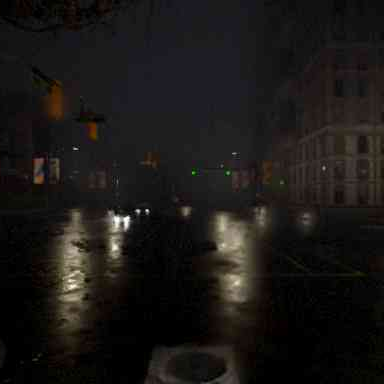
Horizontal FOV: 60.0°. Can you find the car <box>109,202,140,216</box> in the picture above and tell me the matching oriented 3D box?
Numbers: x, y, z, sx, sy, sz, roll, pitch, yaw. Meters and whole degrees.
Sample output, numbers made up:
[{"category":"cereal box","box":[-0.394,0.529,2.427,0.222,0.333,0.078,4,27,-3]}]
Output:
[{"category":"car","box":[-8.001,2.011,39.923,2.128,1.511,4.902,0,-1,0]}]

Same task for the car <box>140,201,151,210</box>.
[{"category":"car","box":[-8.037,2.257,56.172,1.812,1.442,4.674,0,-1,1]}]
